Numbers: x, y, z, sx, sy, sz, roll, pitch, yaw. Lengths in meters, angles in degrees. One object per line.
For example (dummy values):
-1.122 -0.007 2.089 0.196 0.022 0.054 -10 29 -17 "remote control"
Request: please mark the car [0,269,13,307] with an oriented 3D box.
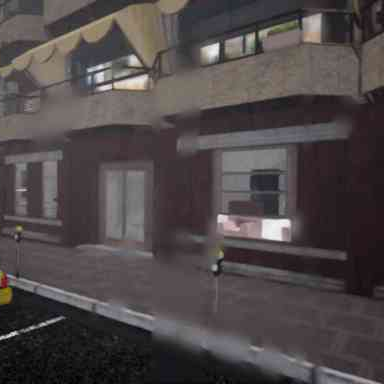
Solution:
-5.406 1.521 6.569 4.829 1.417 1.752 0 1 36 "car"
